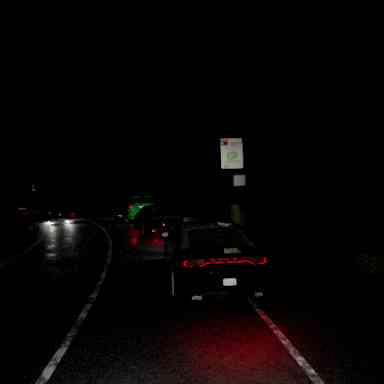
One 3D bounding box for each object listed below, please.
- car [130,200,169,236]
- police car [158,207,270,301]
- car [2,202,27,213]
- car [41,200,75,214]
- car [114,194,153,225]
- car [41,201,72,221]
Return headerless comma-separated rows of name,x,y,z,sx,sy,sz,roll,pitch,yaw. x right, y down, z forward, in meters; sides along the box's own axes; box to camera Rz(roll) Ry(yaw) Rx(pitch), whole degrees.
car,-2.046,1.447,18.580,1.882,1.535,5.008,-2,0,-18
police car,0.298,1.403,8.513,1.930,1.638,5.238,-1,0,-8
car,-27.542,2.348,51.560,4.892,1.490,1.837,-3,2,34
car,-17.035,1.859,42.275,4.902,1.511,2.128,-2,2,45
car,-4.254,1.212,24.479,2.150,2.045,5.566,-2,0,-23
car,-12.759,1.789,30.894,1.837,1.490,4.892,-3,0,-33
